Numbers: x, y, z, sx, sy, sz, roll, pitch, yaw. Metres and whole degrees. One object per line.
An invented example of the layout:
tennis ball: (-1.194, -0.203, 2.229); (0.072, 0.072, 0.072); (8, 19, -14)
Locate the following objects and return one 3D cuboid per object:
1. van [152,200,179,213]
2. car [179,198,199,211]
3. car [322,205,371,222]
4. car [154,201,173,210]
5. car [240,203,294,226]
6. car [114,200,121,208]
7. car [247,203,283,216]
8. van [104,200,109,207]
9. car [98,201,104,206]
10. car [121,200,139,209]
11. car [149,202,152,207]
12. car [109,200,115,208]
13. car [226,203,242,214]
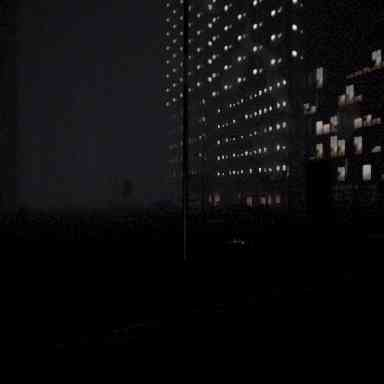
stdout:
van: (-3.782, 1.998, 46.173); (1.690, 1.788, 3.998); (-1, -1, -26)
car: (-0.768, 1.994, 53.109); (2.150, 2.045, 5.566); (0, -1, -25)
car: (13.580, 1.845, 29.584); (2.008, 1.369, 4.403); (-1, -1, -26)
car: (-5.416, 2.445, 62.613); (1.882, 1.535, 5.008); (0, -1, -26)
car: (6.040, 1.808, 25.927); (2.008, 1.369, 4.403); (-1, -1, -26)
car: (-13.522, 2.594, 66.259); (1.752, 1.417, 4.829); (-1, -1, -26)
car: (8.671, 2.059, 39.705); (1.947, 1.339, 4.313); (-1, -1, -26)
van: (-18.507, 2.626, 76.534); (1.690, 1.788, 3.998); (-1, -1, -26)
car: (-23.412, 3.044, 86.652); (1.887, 1.381, 4.507); (-1, -1, -26)
car: (-11.141, 2.517, 61.351); (2.008, 1.369, 4.403); (-1, -1, -26)
car: (-8.509, 2.798, 75.128); (1.802, 1.307, 4.206); (-1, -1, -26)
car: (-16.050, 2.723, 71.472); (1.887, 1.381, 4.507); (-1, -1, -26)
car: (6.217, 2.159, 44.766); (1.947, 1.339, 4.313); (-1, -1, -26)
